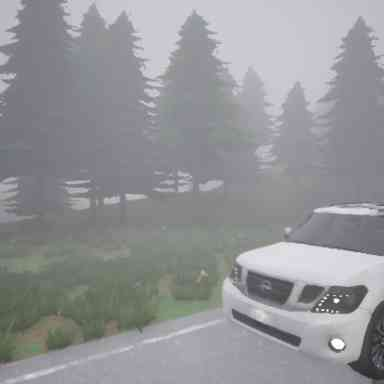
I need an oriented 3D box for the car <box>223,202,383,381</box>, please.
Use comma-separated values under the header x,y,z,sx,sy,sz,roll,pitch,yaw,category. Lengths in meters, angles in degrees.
x,y,z,sx,sy,sz,roll,pitch,yaw,category
3.124,1.227,5.849,5.566,2.045,2.150,0,0,-35,car
